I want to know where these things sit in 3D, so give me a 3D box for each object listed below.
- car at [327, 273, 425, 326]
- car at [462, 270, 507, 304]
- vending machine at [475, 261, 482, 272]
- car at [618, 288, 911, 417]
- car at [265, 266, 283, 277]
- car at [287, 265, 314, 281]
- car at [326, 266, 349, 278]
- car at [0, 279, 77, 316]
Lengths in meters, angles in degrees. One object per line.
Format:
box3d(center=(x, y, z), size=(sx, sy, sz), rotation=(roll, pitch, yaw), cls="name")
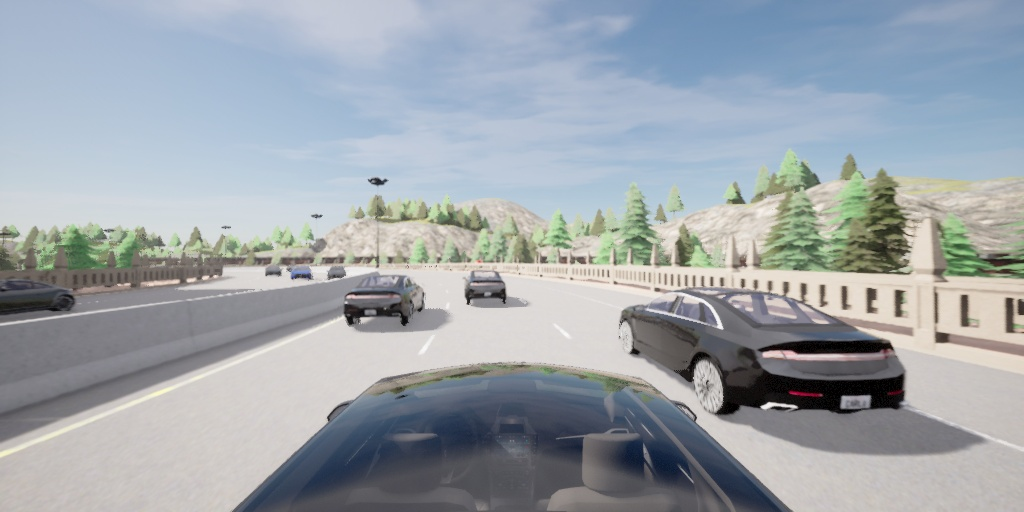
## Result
box3d(center=(-4.190, 1.391, 12.394), size=(2.128, 1.511, 4.902), rotation=(0, -1, -6), cls="car")
box3d(center=(-1.393, 1.441, 17.584), size=(2.128, 1.511, 4.902), rotation=(0, -1, -9), cls="car")
box3d(center=(-5.672, 1.756, 61.033), size=(1.100, 2.100, 0.880), rotation=(0, 0, -32), cls="vending machine")
box3d(center=(3.328, 1.276, 6.012), size=(2.128, 1.511, 4.902), rotation=(0, -1, -3), cls="car")
box3d(center=(-34.122, 2.166, 51.341), size=(1.882, 1.535, 5.008), rotation=(0, -1, -36), cls="car")
box3d(center=(-22.901, 1.871, 39.238), size=(1.882, 1.535, 5.008), rotation=(0, -1, -26), cls="car")
box3d(center=(-18.599, 1.850, 38.275), size=(1.837, 1.490, 4.892), rotation=(0, -1, -25), cls="car")
box3d(center=(-18.535, 1.542, 12.766), size=(1.994, 1.385, 4.181), rotation=(0, -1, -8), cls="car")
